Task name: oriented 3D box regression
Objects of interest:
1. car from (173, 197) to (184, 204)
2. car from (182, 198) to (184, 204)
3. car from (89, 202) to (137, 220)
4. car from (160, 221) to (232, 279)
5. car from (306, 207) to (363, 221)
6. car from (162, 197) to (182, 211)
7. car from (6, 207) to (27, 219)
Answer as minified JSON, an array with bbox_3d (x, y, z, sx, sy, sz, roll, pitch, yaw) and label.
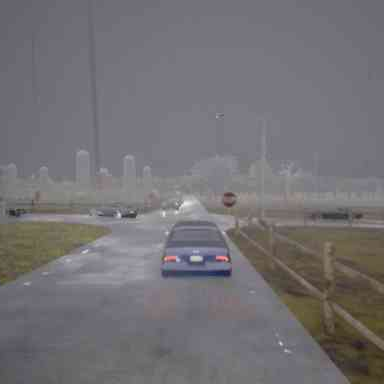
[{"bbox_3d":[-2.734,1.778,70.004,2.128,1.511,4.902,0,0,0],"label":"car"},{"bbox_3d":[-2.810,1.692,56.034,1.882,1.535,5.008,0,0,1],"label":"car"},{"bbox_3d":[-6.838,1.593,28.798,4.181,1.385,1.994,1,0,28],"label":"car"},{"bbox_3d":[0.105,1.593,10.186,2.033,1.411,5.357,0,0,0],"label":"car"},{"bbox_3d":[12.753,1.988,30.296,4.718,1.301,1.895,1,1,0],"label":"car"},{"bbox_3d":[-2.783,1.530,44.291,2.097,1.767,4.553,0,0,0],"label":"car"},{"bbox_3d":[-16.176,1.482,27.186,4.718,1.301,1.895,1,1,0],"label":"car"}]
